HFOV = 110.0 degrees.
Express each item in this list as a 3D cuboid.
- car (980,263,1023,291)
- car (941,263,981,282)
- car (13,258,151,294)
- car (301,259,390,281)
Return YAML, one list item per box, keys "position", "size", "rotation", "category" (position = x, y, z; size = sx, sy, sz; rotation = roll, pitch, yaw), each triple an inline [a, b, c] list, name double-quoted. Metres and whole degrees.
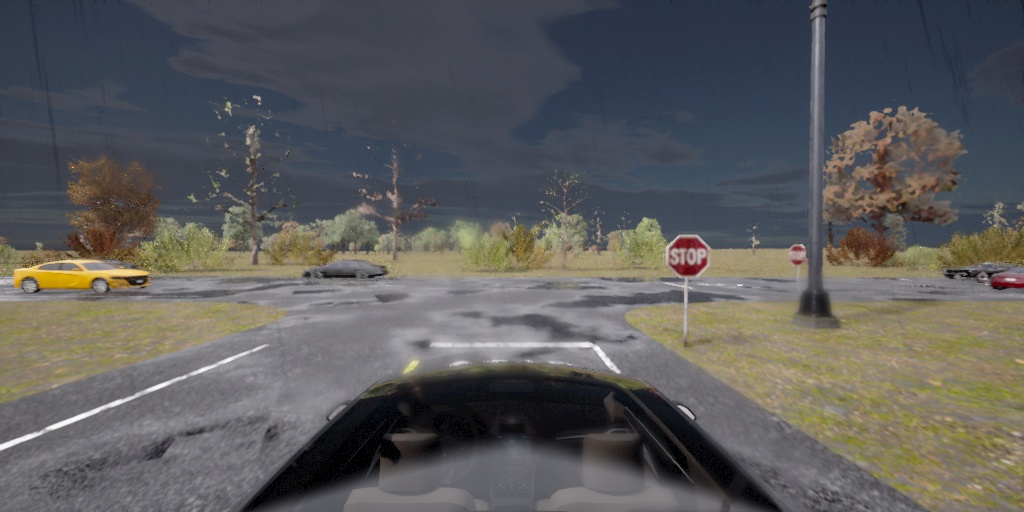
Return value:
- position: [27.586, 1.185, 18.467]
  size: [4.181, 1.385, 1.994]
  rotation: [0, 1, -2]
  category: "car"
- position: [33.991, 1.143, 25.670]
  size: [4.718, 1.301, 1.895]
  rotation: [0, 1, -2]
  category: "car"
- position: [-20.378, 0.937, 17.143]
  size: [5.008, 1.535, 1.882]
  rotation: [0, 1, -2]
  category: "car"
- position: [-11.219, 0.936, 24.424]
  size: [5.357, 1.411, 2.033]
  rotation: [0, 1, -2]
  category: "car"
